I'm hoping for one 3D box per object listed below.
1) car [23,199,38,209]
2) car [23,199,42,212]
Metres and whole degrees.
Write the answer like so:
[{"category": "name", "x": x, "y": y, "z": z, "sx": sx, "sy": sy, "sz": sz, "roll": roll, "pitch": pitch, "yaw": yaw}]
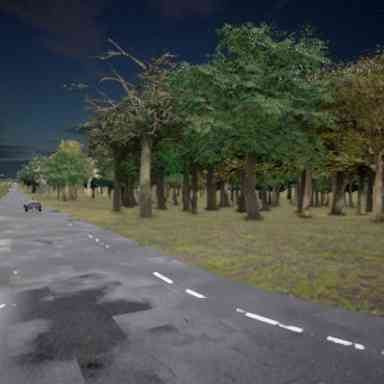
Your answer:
[{"category": "car", "x": -26.196, "y": 1.830, "z": 53.737, "sx": 2.033, "sy": 1.411, "sz": 5.357, "roll": 0, "pitch": 0, "yaw": -27}, {"category": "car", "x": -20.718, "y": 1.776, "z": 43.330, "sx": 1.837, "sy": 1.490, "sz": 4.892, "roll": 0, "pitch": 0, "yaw": -28}]
